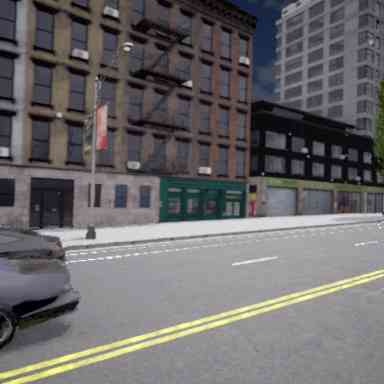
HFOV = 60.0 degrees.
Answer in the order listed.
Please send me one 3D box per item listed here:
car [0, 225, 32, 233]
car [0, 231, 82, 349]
[{"bbox_3d":[-5.426,1.527,7.799,4.674,1.442,1.812,0,0,-35],"label":"car"},{"bbox_3d":[-4.389,1.544,4.545,5.357,1.411,2.033,0,0,-35],"label":"car"}]
